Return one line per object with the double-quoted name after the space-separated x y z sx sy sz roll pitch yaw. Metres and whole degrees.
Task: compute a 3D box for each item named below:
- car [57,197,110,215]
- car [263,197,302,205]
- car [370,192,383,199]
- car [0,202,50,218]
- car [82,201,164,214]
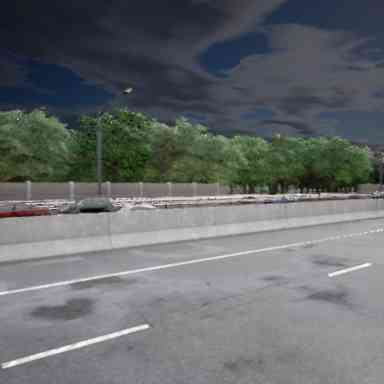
-8.796 1.225 27.808 4.553 1.767 2.097 -1 1 -35 "car"
10.030 1.197 36.839 4.718 1.301 1.895 -1 0 -35 "car"
32.552 0.756 57.196 5.008 1.535 1.882 -1 0 -35 "car"
-11.823 1.439 21.354 5.008 1.535 1.882 -1 0 -35 "car"
-3.433 1.412 18.738 4.674 1.442 1.812 -1 0 -35 "car"
